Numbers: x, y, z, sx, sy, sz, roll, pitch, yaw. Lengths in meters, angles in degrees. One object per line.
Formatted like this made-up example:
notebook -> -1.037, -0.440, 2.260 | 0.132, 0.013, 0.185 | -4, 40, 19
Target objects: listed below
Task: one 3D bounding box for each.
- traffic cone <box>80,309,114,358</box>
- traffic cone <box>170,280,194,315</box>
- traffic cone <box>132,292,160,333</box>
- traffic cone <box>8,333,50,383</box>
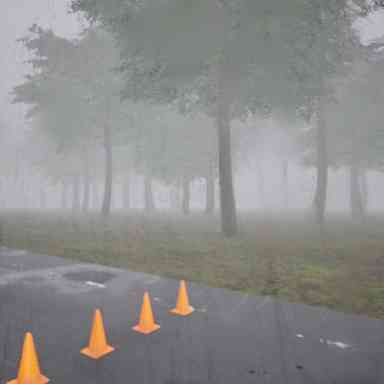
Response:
traffic cone -> -1.354, 1.979, 4.764 | 0.340, 0.580, 0.340 | 0, 0, 36
traffic cone -> -0.185, 1.988, 6.386 | 0.340, 0.580, 0.340 | 0, 0, 36
traffic cone -> -0.770, 1.984, 5.575 | 0.340, 0.580, 0.340 | 0, 0, 36
traffic cone -> -1.939, 1.974, 3.953 | 0.340, 0.580, 0.340 | 0, 0, 36
